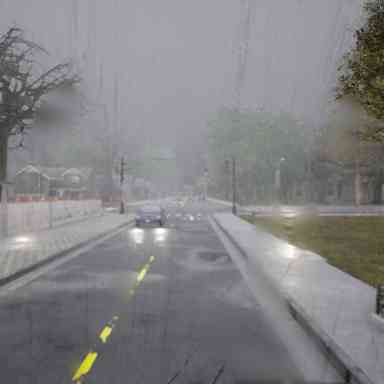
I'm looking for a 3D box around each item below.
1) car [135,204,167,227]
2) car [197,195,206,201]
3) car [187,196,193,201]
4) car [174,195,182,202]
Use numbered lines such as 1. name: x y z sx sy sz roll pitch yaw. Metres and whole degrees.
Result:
1. car: -2.828 1.610 23.647 1.812 1.442 4.674 0 0 0
2. car: 2.755 1.744 94.874 2.097 1.767 4.553 0 0 -1
3. car: -0.495 1.929 94.866 2.033 1.411 5.357 0 0 -1
4. car: -3.683 1.730 89.258 2.097 1.767 4.553 0 0 -1
